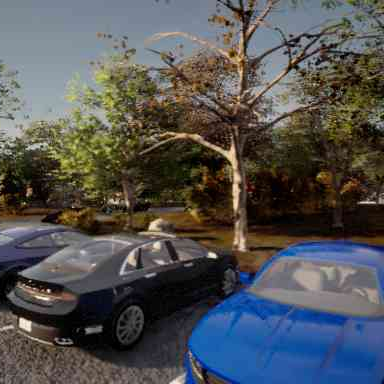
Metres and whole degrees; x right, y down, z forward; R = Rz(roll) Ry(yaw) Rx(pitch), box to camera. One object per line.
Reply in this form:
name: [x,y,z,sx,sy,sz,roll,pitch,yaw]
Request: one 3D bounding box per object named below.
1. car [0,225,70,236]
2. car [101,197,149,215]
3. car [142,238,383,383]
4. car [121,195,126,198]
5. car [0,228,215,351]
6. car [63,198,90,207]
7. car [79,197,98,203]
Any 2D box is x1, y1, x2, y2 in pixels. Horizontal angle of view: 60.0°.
car: [-3.469,1.536,8.288,2.002,1.452,4.674,0,0,36]
car: [-6.289,1.451,31.607,1.895,1.301,4.718,-3,-1,35]
car: [1.867,1.482,4.491,2.097,1.535,5.008,0,0,36]
car: [-12.078,1.316,61.770,2.097,1.767,4.553,-2,0,1]
car: [-0.804,1.490,6.383,2.231,1.521,4.892,0,0,35]
car: [-18.835,1.726,53.742,2.128,1.511,4.902,-3,-1,35]
car: [-23.858,1.882,76.509,4.181,1.385,1.994,-2,-1,35]
